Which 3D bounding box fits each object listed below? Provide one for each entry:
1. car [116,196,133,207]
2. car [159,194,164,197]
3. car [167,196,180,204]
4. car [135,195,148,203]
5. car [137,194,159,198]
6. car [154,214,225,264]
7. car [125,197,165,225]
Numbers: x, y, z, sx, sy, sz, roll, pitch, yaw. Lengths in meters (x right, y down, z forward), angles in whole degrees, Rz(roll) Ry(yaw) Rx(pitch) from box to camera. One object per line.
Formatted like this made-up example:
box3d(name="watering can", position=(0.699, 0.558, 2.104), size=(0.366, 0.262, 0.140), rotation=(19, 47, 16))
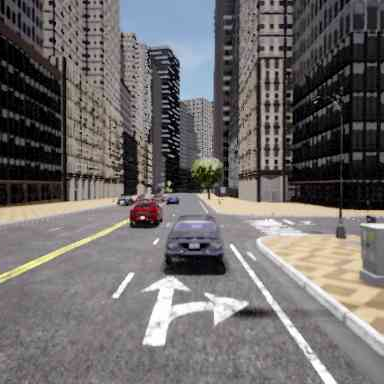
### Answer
box3d(name="car", position=(-9.831, 1.326, 49.131), size=(2.128, 1.511, 4.902), rotation=(0, 0, 0))
box3d(name="car", position=(-6.528, 1.137, 64.967), size=(2.097, 1.767, 4.553), rotation=(0, 0, 0))
box3d(name="car", position=(-3.161, 1.375, 56.849), size=(1.994, 1.385, 4.181), rotation=(0, 0, 0))
box3d(name="car", position=(-9.772, 1.309, 64.884), size=(1.812, 1.442, 4.674), rotation=(0, 0, 0))
box3d(name="car", position=(-6.582, 1.326, 49.229), size=(2.128, 1.511, 4.902), rotation=(0, 0, 0))
box3d(name="car", position=(0.167, 1.508, 11.623), size=(2.033, 1.411, 5.357), rotation=(0, 0, 2))
box3d(name="car", position=(-3.146, 1.436, 23.591), size=(1.882, 1.535, 5.008), rotation=(0, 1, 0))
